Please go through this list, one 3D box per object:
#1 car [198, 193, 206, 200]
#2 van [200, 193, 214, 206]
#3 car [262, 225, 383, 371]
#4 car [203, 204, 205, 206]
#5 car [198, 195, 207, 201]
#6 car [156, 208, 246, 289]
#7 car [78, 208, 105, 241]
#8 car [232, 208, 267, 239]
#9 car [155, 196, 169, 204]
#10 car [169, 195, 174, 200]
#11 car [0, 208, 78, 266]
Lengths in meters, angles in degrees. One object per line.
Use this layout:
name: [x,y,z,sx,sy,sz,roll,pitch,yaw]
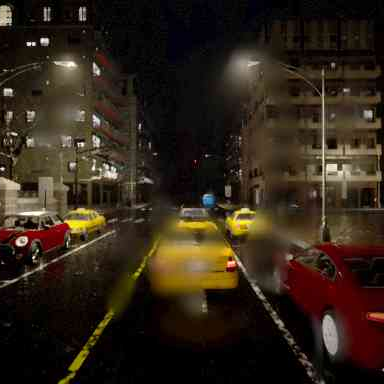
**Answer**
car: [2.651,1.248,89.007,2.192,1.841,5.009,1,0,0]
van: [2.670,1.321,54.981,1.690,1.788,3.998,1,0,0]
car: [2.694,1.546,5.755,1.887,1.381,4.507,1,0,0]
car: [0.096,1.602,19.616,1.895,1.301,4.718,0,0,0]
car: [2.651,1.494,83.336,2.008,1.369,4.403,1,0,0]
car: [0.094,1.458,9.127,1.801,1.575,5.366,0,0,0]
car: [-5.692,1.527,16.831,1.752,1.417,4.829,1,0,0]
car: [2.688,1.527,17.159,1.752,1.417,4.829,1,0,0]
car: [-5.717,1.556,60.705,1.802,1.307,4.206,1,0,0]
car: [-5.733,1.515,89.060,1.802,1.307,4.206,1,0,0]
car: [-5.688,1.442,11.387,1.967,1.590,4.097,1,0,0]
